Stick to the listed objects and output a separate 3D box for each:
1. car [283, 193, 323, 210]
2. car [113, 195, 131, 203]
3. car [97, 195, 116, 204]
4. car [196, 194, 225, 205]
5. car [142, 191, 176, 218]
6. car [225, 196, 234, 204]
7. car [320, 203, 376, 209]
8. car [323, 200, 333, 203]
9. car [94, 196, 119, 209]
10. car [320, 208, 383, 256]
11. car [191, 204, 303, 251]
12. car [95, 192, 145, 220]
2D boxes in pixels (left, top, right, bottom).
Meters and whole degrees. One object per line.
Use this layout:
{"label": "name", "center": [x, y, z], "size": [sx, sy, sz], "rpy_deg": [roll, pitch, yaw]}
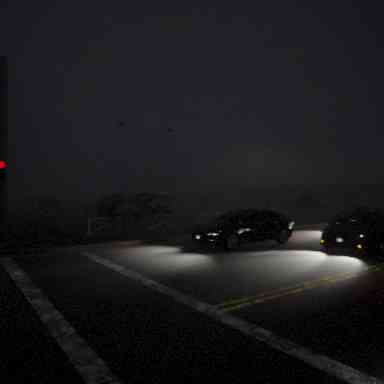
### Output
{"label": "car", "center": [12.676, 1.043, 38.739], "size": [1.905, 1.878, 3.866], "rpy_deg": [0, 0, -35]}
{"label": "car", "center": [-12.790, 1.265, 60.600], "size": [1.784, 1.438, 3.905], "rpy_deg": [0, 0, -35]}
{"label": "car", "center": [-15.158, 1.306, 58.935], "size": [1.970, 1.475, 3.806], "rpy_deg": [0, 0, -35]}
{"label": "car", "center": [2.580, 1.034, 53.058], "size": [1.932, 1.855, 4.605], "rpy_deg": [0, 0, -35]}
{"label": "car", "center": [-3.354, 1.106, 27.420], "size": [1.905, 1.878, 3.866], "rpy_deg": [0, 0, -35]}
{"label": "car", "center": [4.987, 1.235, 54.672], "size": [1.784, 1.438, 3.905], "rpy_deg": [0, 0, -35]}
{"label": "car", "center": [9.640, 1.500, 18.976], "size": [4.181, 1.385, 1.994], "rpy_deg": [0, 0, -32]}
{"label": "car", "center": [15.051, 1.273, 40.396], "size": [1.970, 1.475, 3.806], "rpy_deg": [0, 0, -35]}
{"label": "car", "center": [-11.189, 1.330, 43.264], "size": [1.970, 1.475, 3.806], "rpy_deg": [0, 0, -35]}
{"label": "car", "center": [6.913, 1.520, 12.949], "size": [4.181, 1.385, 1.994], "rpy_deg": [0, 0, -34]}
{"label": "car", "center": [2.237, 1.470, 14.015], "size": [4.892, 1.490, 1.837], "rpy_deg": [0, 0, -34]}
{"label": "car", "center": [-5.753, 1.112, 25.799], "size": [1.932, 1.855, 4.605], "rpy_deg": [0, 0, -35]}
